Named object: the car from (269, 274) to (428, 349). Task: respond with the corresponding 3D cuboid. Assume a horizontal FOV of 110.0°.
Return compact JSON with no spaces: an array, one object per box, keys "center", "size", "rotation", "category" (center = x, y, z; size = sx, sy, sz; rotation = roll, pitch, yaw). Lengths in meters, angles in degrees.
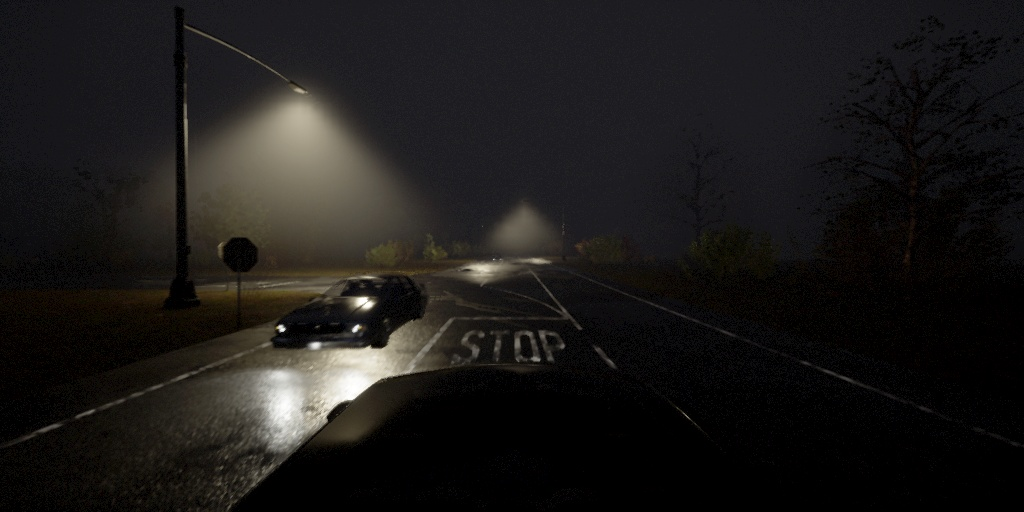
[{"center":[-3.519,1.179,9.064],"size":[2.033,1.411,5.357],"rotation":[0,1,0],"category":"car"}]
